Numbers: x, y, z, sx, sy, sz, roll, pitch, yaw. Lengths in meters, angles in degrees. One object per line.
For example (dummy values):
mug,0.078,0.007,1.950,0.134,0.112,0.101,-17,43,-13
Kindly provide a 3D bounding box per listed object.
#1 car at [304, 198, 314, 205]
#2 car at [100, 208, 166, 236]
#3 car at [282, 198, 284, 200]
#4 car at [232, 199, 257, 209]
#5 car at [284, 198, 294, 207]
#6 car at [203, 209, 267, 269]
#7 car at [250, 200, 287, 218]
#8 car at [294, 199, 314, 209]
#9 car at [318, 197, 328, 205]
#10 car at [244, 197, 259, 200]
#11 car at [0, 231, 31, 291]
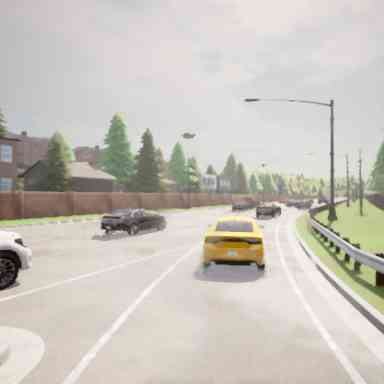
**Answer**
car,31.289,2.526,88.936,1.882,1.535,5.008,0,-1,27
car,-3.382,1.716,20.012,2.128,1.511,4.902,0,-1,27
car,24.464,2.499,83.182,1.812,1.442,4.674,0,-1,27
car,7.551,2.119,49.443,2.033,1.411,5.357,0,-1,27
car,20.437,2.314,67.211,1.812,1.442,4.674,0,-1,27
car,1.557,1.615,11.865,1.882,1.535,5.008,0,0,9
car,8.118,1.901,35.036,2.128,1.511,4.902,0,-1,27
car,19.754,2.177,58.091,2.128,1.511,4.902,0,-1,27
car,34.637,2.265,87.805,2.150,2.045,5.566,0,-1,27
car,11.746,1.981,65.527,2.150,2.045,5.566,0,-1,27
car,-6.174,1.290,6.728,2.150,2.045,5.566,0,-1,27
